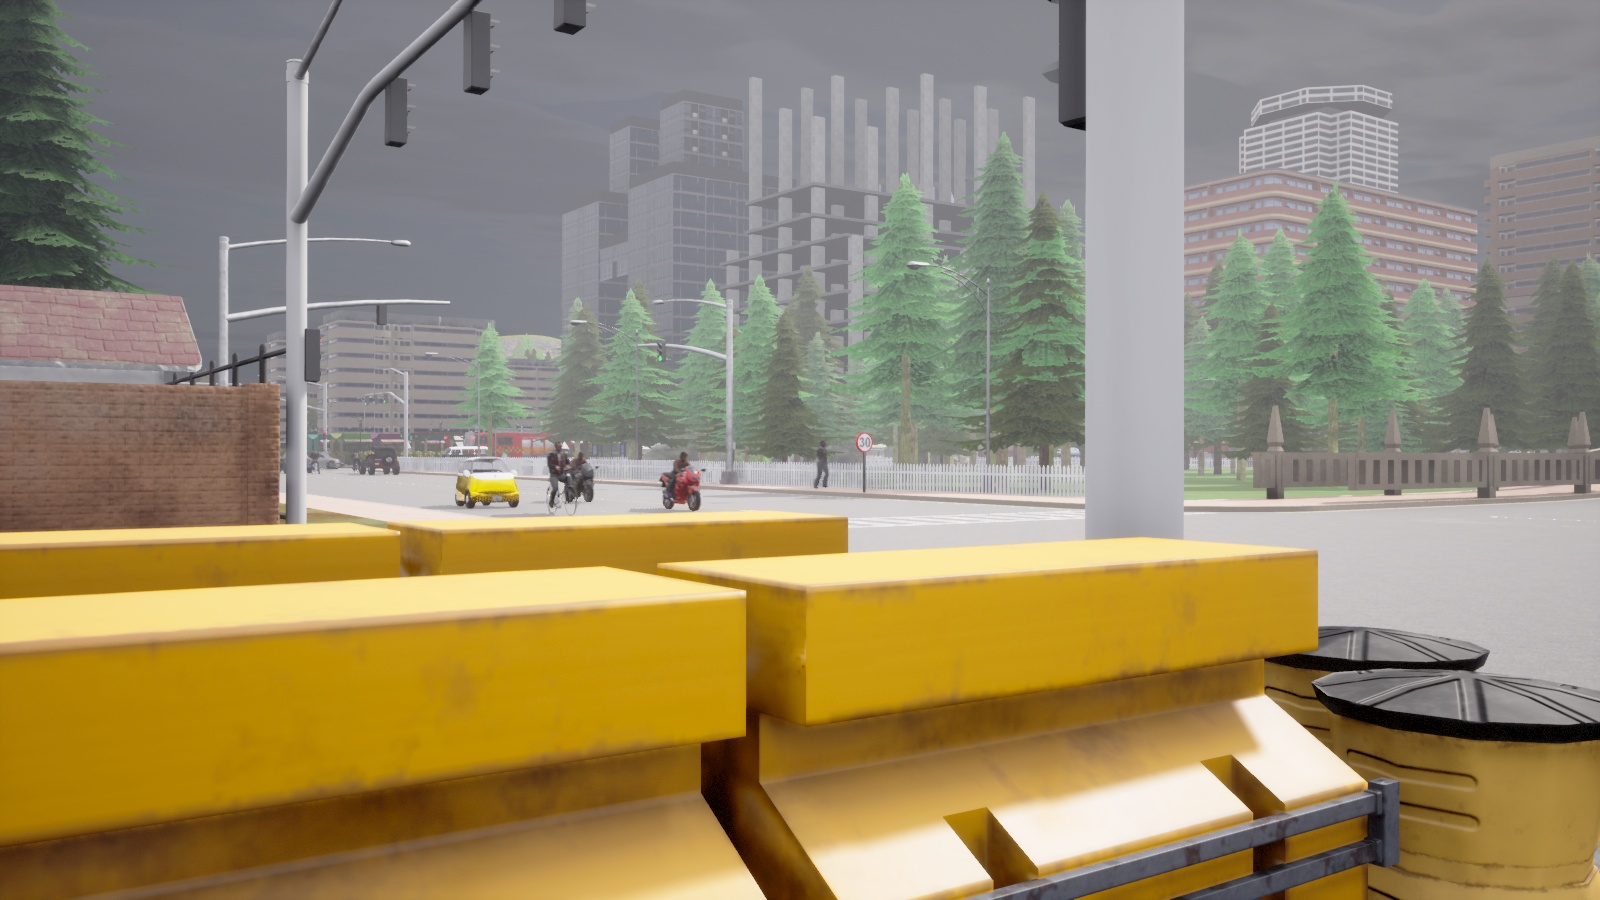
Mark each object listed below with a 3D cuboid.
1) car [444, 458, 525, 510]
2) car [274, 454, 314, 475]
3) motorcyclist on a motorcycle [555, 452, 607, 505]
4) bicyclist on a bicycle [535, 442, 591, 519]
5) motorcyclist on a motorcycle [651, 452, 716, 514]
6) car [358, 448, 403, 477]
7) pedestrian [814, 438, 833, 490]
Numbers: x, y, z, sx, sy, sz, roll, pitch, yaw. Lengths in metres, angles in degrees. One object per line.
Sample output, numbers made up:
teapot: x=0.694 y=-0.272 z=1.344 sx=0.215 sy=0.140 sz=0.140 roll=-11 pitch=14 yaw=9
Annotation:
car: x=-8.622 y=0.902 z=34.238 sx=1.481 sy=1.376 sz=2.207 roll=0 pitch=-1 yaw=-33
car: x=-35.762 y=1.003 z=88.727 sx=1.970 sy=1.475 sz=3.806 roll=0 pitch=0 yaw=-33
motorcyclist on a motorcycle: x=-6.558 y=0.832 z=37.483 sx=0.797 sy=1.523 sz=2.044 roll=0 pitch=0 yaw=-33
bicyclist on a bicycle: x=-5.599 y=0.700 z=29.596 sx=0.659 sy=1.776 sz=1.843 roll=0 pitch=0 yaw=-33
motorcyclist on a motorcycle: x=-2.980 y=0.811 z=31.990 sx=0.797 sy=1.523 sz=2.044 roll=0 pitch=0 yaw=-33
car: x=-27.683 y=0.802 z=82.736 sx=1.905 sy=1.878 sz=3.866 roll=0 pitch=0 yaw=-33
pedestrian: x=0.875 y=0.516 z=46.916 sx=0.402 sy=1.930 sz=0.666 roll=0 pitch=0 yaw=-39
